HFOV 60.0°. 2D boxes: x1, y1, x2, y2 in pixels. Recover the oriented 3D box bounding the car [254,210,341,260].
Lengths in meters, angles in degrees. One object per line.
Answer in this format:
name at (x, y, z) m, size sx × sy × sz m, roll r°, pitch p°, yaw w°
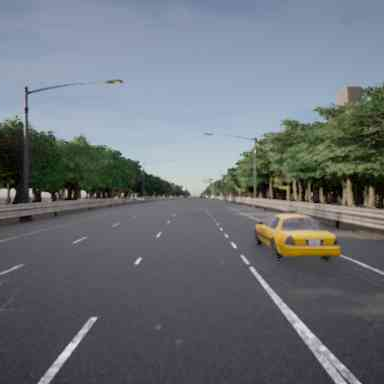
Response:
car at (3.559, 1.445, 12.287) m, size 1.801 × 1.575 × 5.366 m, roll 0°, pitch 0°, yaw -1°
